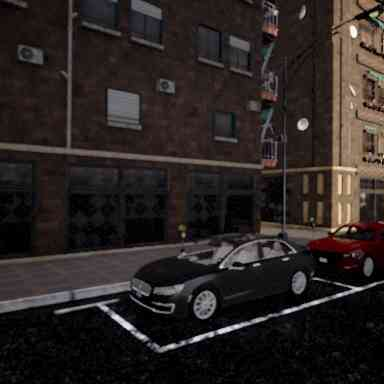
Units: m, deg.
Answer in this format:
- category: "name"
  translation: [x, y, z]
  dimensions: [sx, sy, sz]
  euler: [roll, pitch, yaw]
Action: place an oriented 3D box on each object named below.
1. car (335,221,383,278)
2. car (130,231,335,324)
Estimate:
- category: "car"
  translation: [5.434, 1.643, 10.430]
  dimensions: [4.507, 1.381, 1.887]
  euler: [1, 0, -35]
- category: "car"
  translation: [0.844, 1.595, 7.159]
  dimensions: [4.403, 1.369, 2.008]
  euler: [1, 0, -35]
